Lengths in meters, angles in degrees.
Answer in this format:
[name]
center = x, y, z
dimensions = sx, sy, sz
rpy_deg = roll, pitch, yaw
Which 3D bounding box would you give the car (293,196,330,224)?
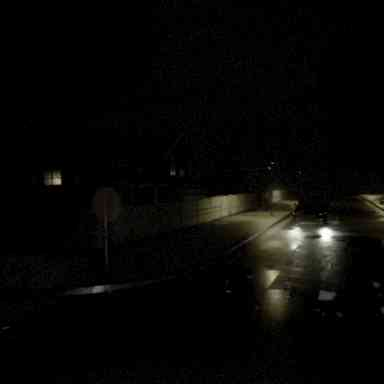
[car]
center = 7.334, 1.029, 20.303
dimensions = 1.882, 1.535, 5.008
rpy_deg = -2, 1, 24
